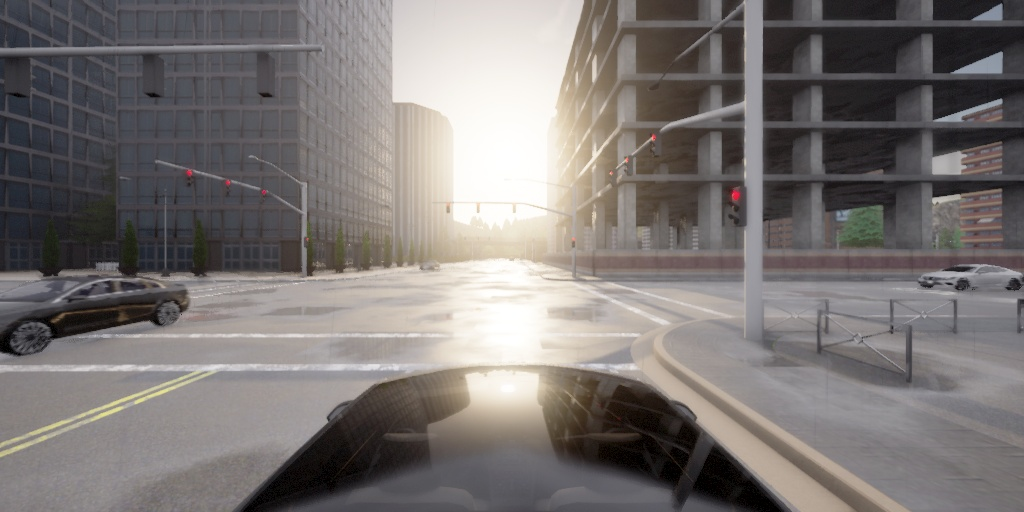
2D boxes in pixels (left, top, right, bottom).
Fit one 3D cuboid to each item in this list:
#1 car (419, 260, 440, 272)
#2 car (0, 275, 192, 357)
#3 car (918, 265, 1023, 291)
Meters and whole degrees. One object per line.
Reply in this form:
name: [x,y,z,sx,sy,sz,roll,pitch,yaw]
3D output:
car: [-10.506,1.269,46.021,2.128,1.511,4.902,0,1,0]
car: [-10.502,1.242,8.635,2.128,1.511,4.902,0,1,0]
car: [26.153,1.208,20.446,4.674,1.442,1.812,0,0,0]
